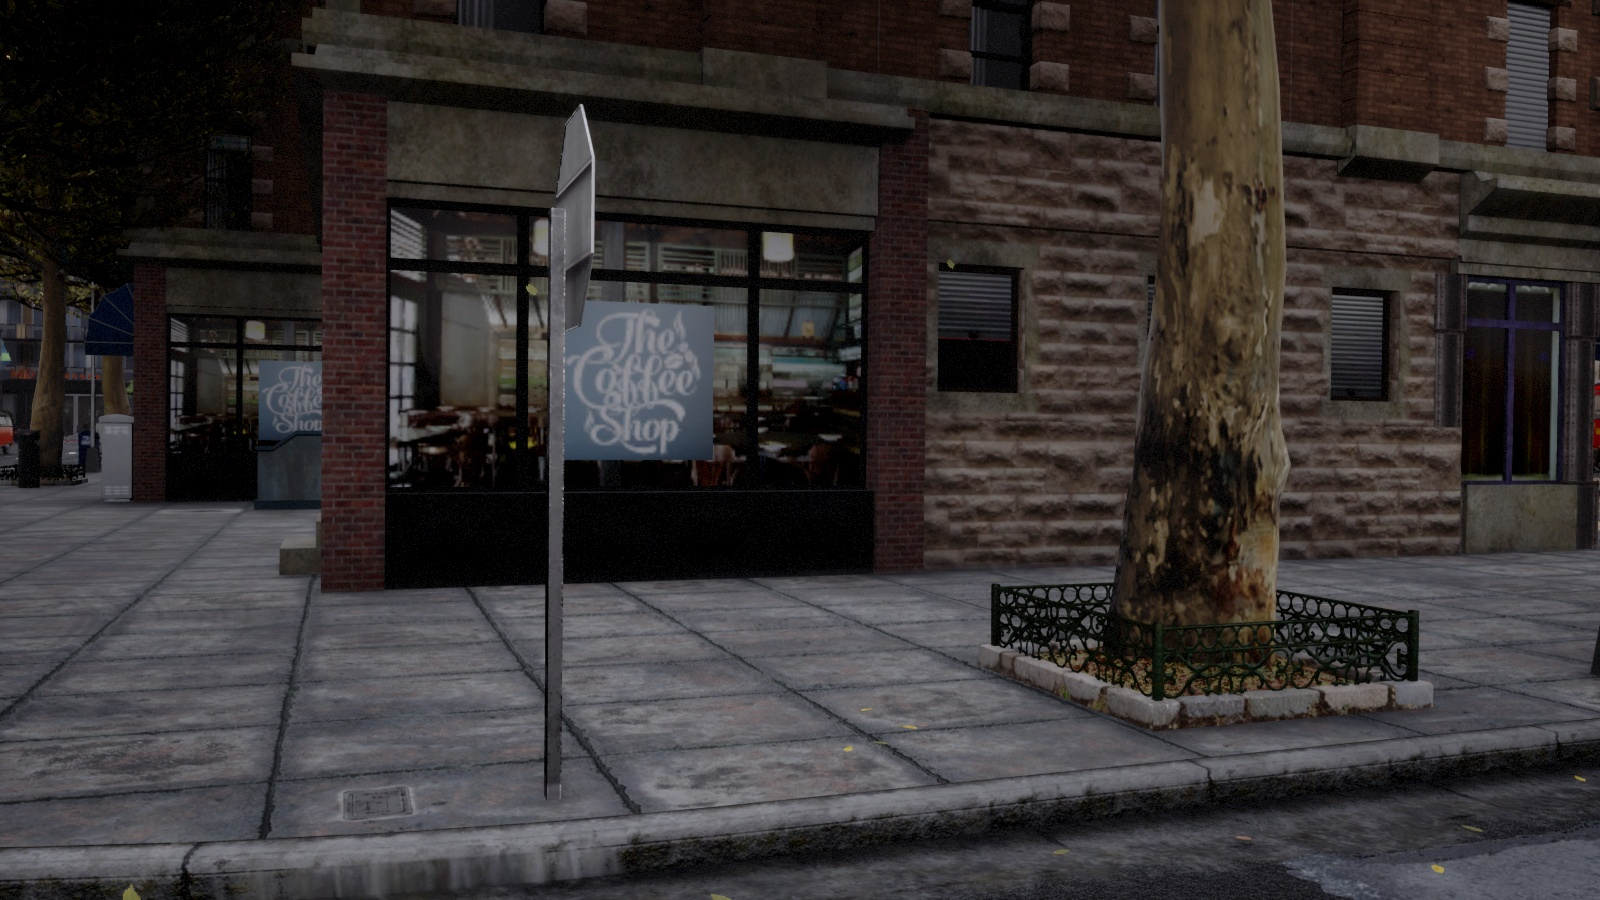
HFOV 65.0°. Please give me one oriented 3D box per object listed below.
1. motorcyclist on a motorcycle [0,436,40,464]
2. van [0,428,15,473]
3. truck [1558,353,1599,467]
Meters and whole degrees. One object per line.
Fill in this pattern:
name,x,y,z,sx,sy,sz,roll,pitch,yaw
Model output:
motorcyclist on a motorcycle,-47.978,0.016,76.902,2.350,1.649,0.766,-1,1,-20
van,-37.050,0.027,56.779,1.775,1.987,4.442,-1,1,-21
truck,29.133,-1.335,40.143,2.891,3.827,8.468,-1,1,-20
